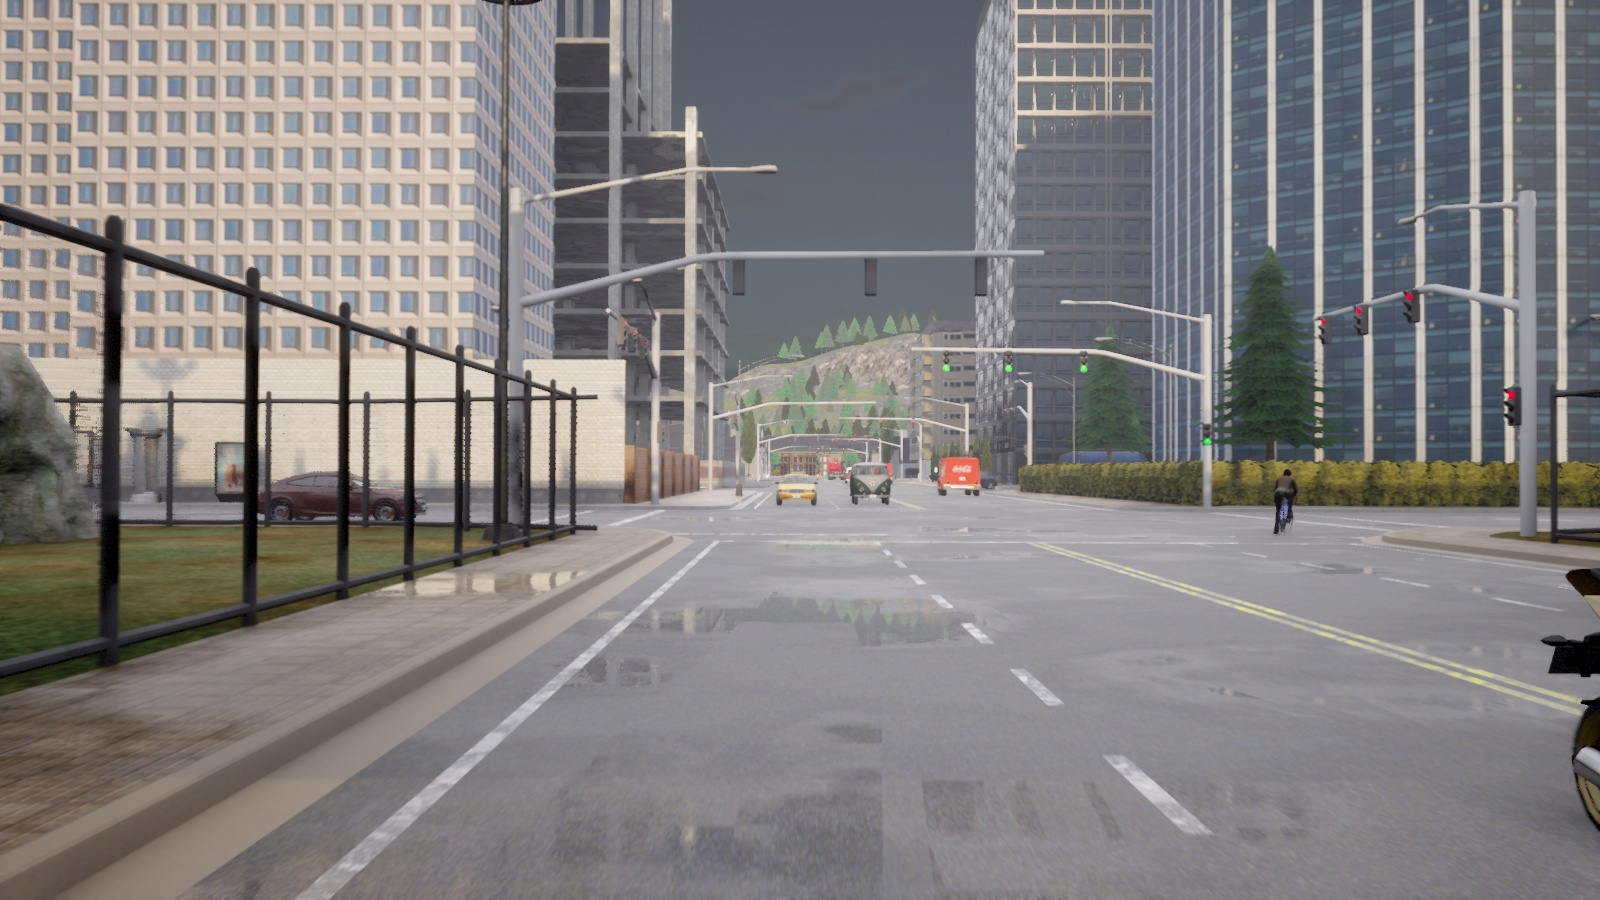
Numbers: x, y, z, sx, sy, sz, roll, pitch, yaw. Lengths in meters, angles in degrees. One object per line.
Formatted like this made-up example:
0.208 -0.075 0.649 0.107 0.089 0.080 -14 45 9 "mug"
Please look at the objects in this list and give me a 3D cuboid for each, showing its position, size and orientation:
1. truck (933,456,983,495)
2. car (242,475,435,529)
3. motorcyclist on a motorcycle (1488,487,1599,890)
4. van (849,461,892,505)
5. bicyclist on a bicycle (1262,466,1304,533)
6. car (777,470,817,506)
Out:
10.298 1.666 82.393 2.627 2.467 5.204 0 -1 0 "truck"
-12.684 1.417 34.701 4.674 1.442 1.812 0 -1 0 "car"
3.489 0.910 4.464 0.866 1.530 2.191 0 -1 0 "motorcyclist on a motorcycle"
3.353 1.560 60.120 1.775 1.987 4.442 0 -1 0 "van"
12.071 1.216 31.335 0.582 1.620 1.656 2 0 33 "bicyclist on a bicycle"
-0.143 1.736 58.623 1.801 1.575 5.366 0 -1 0 "car"
